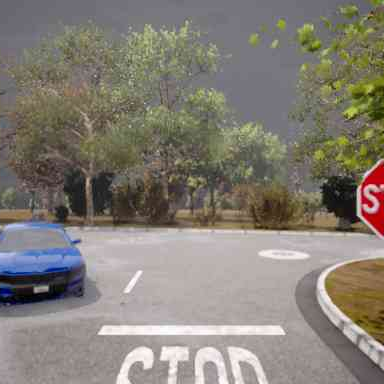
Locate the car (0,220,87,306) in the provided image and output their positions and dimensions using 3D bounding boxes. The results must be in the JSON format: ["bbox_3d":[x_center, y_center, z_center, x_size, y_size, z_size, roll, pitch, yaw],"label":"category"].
[{"bbox_3d":[-3.943,1.524,8.329,1.882,1.535,5.008,1,0,-28],"label":"car"}]
